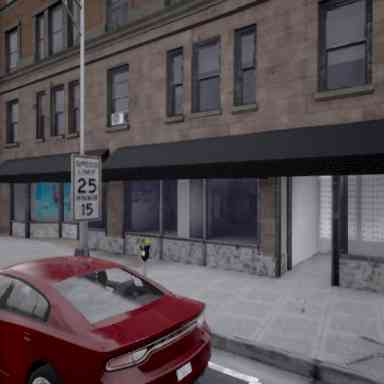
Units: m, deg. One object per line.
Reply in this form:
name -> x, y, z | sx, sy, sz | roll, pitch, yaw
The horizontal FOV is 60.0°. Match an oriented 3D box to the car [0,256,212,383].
car -> -1.886, 1.544, 4.424 | 4.507, 1.381, 1.887 | 0, 0, 36
